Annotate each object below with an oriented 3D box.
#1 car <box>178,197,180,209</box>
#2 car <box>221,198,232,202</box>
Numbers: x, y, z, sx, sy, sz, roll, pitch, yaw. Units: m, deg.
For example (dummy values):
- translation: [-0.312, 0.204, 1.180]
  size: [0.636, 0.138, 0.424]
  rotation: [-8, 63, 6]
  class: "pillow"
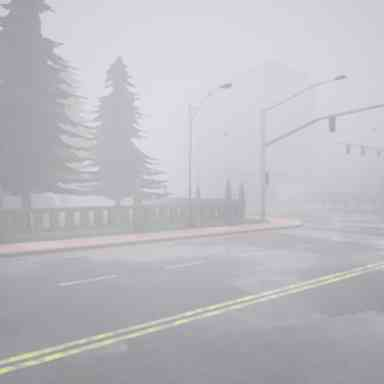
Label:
- translation: [-1.975, 1.418, 43.371]
  size: [1.882, 1.535, 5.008]
  rotation: [0, 0, -35]
  class: "car"
- translation: [4.415, 1.458, 40.418]
  size: [1.812, 1.442, 4.674]
  rotation: [0, 0, -35]
  class: "car"
